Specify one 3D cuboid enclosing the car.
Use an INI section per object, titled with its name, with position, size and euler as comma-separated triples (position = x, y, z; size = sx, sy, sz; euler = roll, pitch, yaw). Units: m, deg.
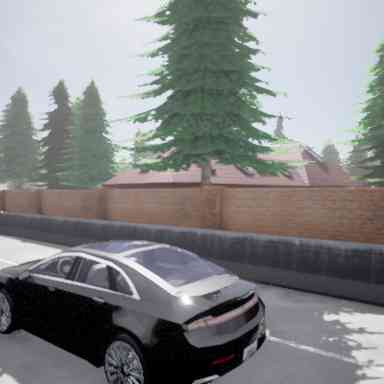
[car]
position = -1.294, 1.509, 5.091
size = 4.902, 1.511, 2.128
euler = 0, 0, 37
